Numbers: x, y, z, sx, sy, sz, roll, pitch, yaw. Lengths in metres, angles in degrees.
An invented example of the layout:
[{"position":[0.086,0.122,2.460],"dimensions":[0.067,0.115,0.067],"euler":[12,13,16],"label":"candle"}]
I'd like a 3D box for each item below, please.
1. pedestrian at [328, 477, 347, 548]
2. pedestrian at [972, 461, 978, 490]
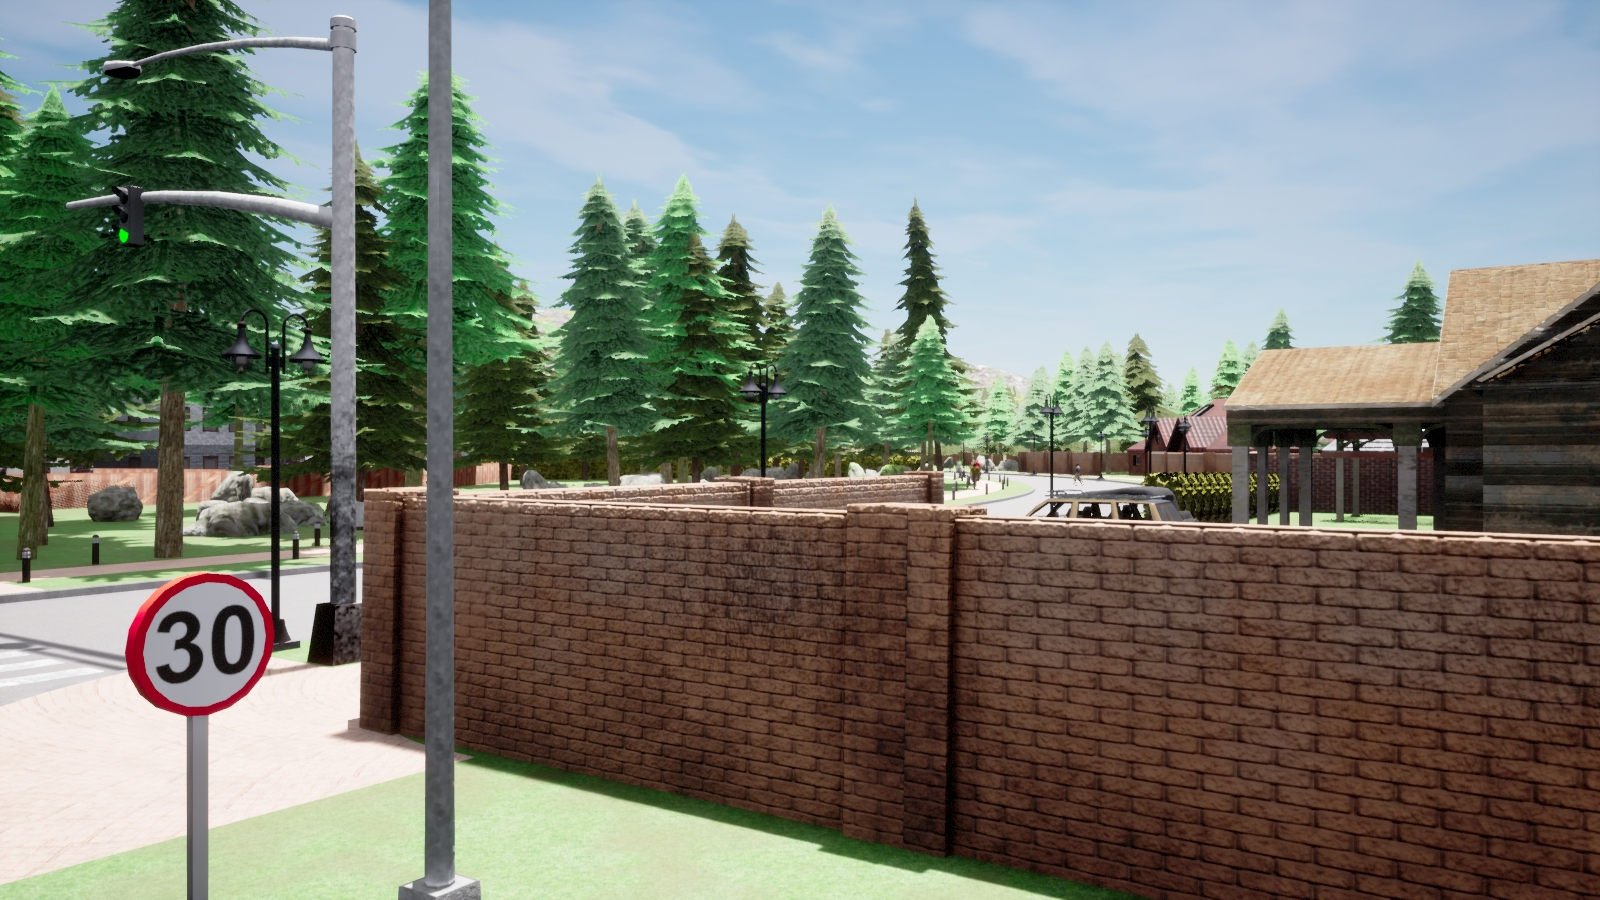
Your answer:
[{"position":[-12.294,1.646,30.374],"dimensions":[0.375,1.860,0.375],"euler":[0,0,-38],"label":"pedestrian"},{"position":[11.294,1.643,73.795],"dimensions":[0.375,1.860,0.375],"euler":[0,0,15],"label":"pedestrian"}]
